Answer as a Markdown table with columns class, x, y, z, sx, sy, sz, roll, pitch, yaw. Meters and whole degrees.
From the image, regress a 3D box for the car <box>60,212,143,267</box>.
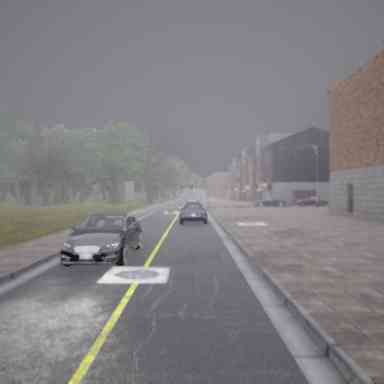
| class | x | y | z | sx | sy | sz | roll | pitch | yaw |
| --- | --- | --- | --- | --- | --- | --- | --- | --- | --- |
| car | -2.849 | 1.464 | 11.383 | 2.128 | 1.511 | 4.902 | 0 | 0 | 0 |

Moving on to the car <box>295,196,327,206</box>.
| class | x | y | z | sx | sy | sz | roll | pitch | yaw |
| --- | --- | --- | --- | --- | --- | --- | --- | --- | --- |
| car | 15.954 | 1.213 | 44.713 | 4.206 | 1.307 | 1.802 | -1 | 1 | 0 |

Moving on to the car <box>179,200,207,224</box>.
| class | x | y | z | sx | sy | sz | roll | pitch | yaw |
| --- | --- | --- | --- | --- | --- | --- | --- | --- | --- |
| car | 0.094 | 1.517 | 24.422 | 1.994 | 1.385 | 4.181 | 0 | 0 | 0 |

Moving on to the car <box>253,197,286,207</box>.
| class | x | y | z | sx | sy | sz | roll | pitch | yaw |
| --- | --- | --- | --- | --- | --- | --- | --- | --- | --- |
| car | 10.423 | 1.301 | 44.715 | 4.403 | 1.369 | 2.008 | -1 | 1 | 0 |

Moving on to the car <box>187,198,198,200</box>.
| class | x | y | z | sx | sy | sz | roll | pitch | yaw |
| --- | --- | --- | --- | --- | --- | --- | --- | --- | --- |
| car | 0.074 | 1.510 | 42.190 | 1.812 | 1.442 | 4.674 | -1 | 0 | 0 |
